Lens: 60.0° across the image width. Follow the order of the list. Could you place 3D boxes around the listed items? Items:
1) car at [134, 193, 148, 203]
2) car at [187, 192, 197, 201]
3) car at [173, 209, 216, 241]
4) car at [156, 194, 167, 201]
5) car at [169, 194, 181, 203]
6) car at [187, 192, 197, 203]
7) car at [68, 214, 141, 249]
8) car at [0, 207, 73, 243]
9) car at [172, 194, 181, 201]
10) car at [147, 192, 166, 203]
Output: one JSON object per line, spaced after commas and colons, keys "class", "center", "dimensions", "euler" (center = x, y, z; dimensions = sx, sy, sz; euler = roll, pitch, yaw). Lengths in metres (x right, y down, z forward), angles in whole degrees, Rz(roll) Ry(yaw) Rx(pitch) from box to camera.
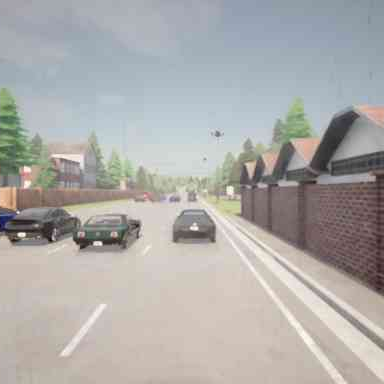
{"class": "car", "center": [-10.487, 1.393, 67.224], "dimensions": [1.812, 1.442, 4.674], "euler": [0, 0, 0]}
{"class": "car", "center": [0.015, 0.990, 77.348], "dimensions": [2.150, 2.045, 5.566], "euler": [0, 0, 0]}
{"class": "car", "center": [0.098, 1.532, 16.354], "dimensions": [1.994, 1.385, 4.181], "euler": [0, 0, 0]}
{"class": "car", "center": [-6.986, 1.177, 76.489], "dimensions": [1.882, 1.535, 5.008], "euler": [0, 0, 0]}
{"class": "car", "center": [-3.488, 1.349, 66.070], "dimensions": [1.882, 1.535, 5.008], "euler": [0, 0, 0]}
{"class": "car", "center": [0.013, 1.362, 67.222], "dimensions": [2.128, 1.511, 4.902], "euler": [0, 0, 0]}
{"class": "car", "center": [-3.404, 1.573, 14.297], "dimensions": [1.895, 1.301, 4.718], "euler": [0, 0, 0]}
{"class": "car", "center": [-6.903, 1.474, 15.928], "dimensions": [1.837, 1.490, 4.892], "euler": [0, 0, 0]}
{"class": "car", "center": [-3.486, 1.224, 76.489], "dimensions": [1.812, 1.442, 4.674], "euler": [0, 0, 0]}
{"class": "car", "center": [-6.988, 1.364, 66.070], "dimensions": [2.128, 1.511, 4.902], "euler": [0, 0, 0]}
